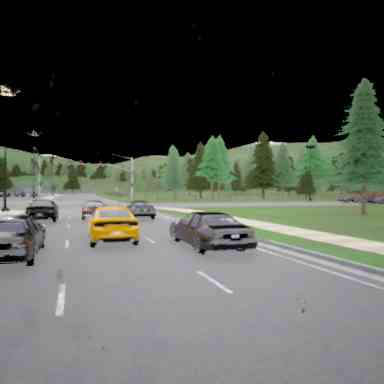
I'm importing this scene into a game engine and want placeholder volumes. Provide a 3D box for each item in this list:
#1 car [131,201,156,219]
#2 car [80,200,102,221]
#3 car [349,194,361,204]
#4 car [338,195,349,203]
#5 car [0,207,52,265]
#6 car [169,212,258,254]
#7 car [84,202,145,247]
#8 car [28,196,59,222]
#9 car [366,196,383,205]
[{"bbox_3d":[-4.254,1.396,26.706,2.033,1.411,5.357,0,0,-19],"label":"car"},{"bbox_3d":[-7.627,1.357,25.748,1.812,1.442,4.674,0,0,-19],"label":"car"},{"bbox_3d":[31.786,1.436,60.618,4.902,1.511,2.128,0,0,-19],"label":"car"},{"bbox_3d":[30.385,1.267,63.826,4.553,1.767,2.097,0,0,-19],"label":"car"},{"bbox_3d":[-5.988,1.458,10.953,2.033,1.411,5.357,0,0,-19],"label":"car"},{"bbox_3d":[0.595,1.491,13.333,2.033,1.411,5.357,0,0,-19],"label":"car"},{"bbox_3d":[-3.608,1.387,14.717,1.882,1.535,5.008,0,0,-20],"label":"car"},{"bbox_3d":[-10.671,1.297,23.853,1.882,1.535,5.008,0,0,-19],"label":"car"},{"bbox_3d":[32.929,1.510,57.333,5.357,1.411,2.033,0,0,-19],"label":"car"}]
